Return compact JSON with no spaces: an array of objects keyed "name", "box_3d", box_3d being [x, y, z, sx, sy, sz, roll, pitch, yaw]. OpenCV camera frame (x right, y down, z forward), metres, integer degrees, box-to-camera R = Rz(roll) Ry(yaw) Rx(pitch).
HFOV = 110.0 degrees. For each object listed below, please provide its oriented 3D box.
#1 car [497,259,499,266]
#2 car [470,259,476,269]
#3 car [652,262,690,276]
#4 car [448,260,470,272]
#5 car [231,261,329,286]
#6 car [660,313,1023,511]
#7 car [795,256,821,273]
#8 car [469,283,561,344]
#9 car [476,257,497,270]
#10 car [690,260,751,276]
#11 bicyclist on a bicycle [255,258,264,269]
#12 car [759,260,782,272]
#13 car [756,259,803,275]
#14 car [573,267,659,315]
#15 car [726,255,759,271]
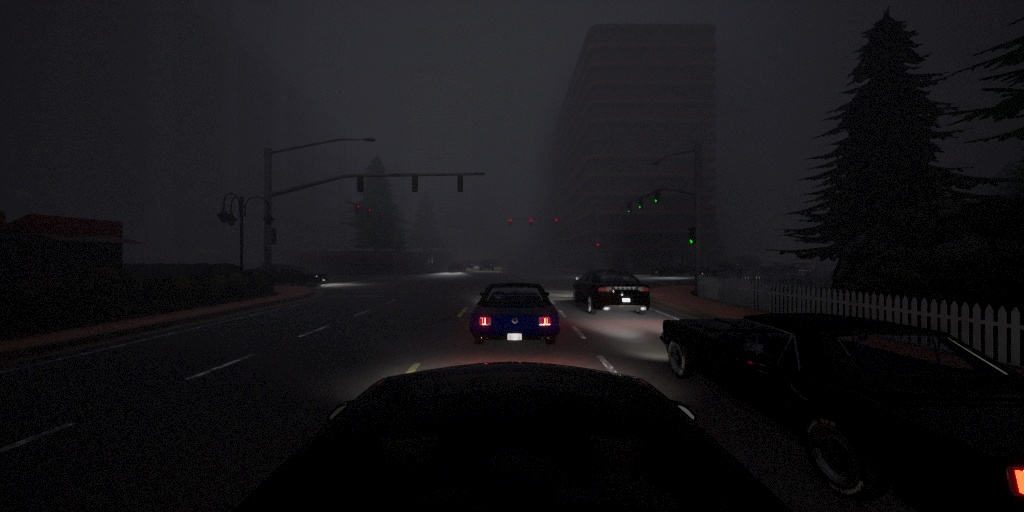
[{"name":"car","box_3d":[-3.605,1.255,62.062,1.837,1.490,4.892,0,0,0]},{"name":"car","box_3d":[-7.120,1.297,56.777,2.033,1.411,5.357,0,0,0]},{"name":"car","box_3d":[16.571,1.295,36.487,4.718,1.301,1.895,0,0,-14]},{"name":"car","box_3d":[-7.123,1.351,47.066,1.895,1.301,4.718,0,0,0]},{"name":"car","box_3d":[-15.447,1.242,24.347,5.357,1.411,2.033,0,0,0]},{"name":"car","box_3d":[3.599,1.351,4.381,1.895,1.301,4.718,0,0,0]},{"name":"car","box_3d":[35.546,0.916,43.446,2.150,2.045,5.566,0,0,44]},{"name":"car","box_3d":[0.070,1.351,9.494,1.895,1.301,4.718,0,0,0]},{"name":"car","box_3d":[-3.622,1.228,51.963,1.882,1.535,5.008,0,0,0]},{"name":"car","box_3d":[19.554,1.295,33.638,4.718,1.301,1.895,0,0,-18]},{"name":"bicyclist on a bicycle","box_3d":[-27.907,0.996,39.730,0.582,1.620,1.656,0,0,0]},{"name":"car","box_3d":[33.357,1.220,46.216,1.812,1.442,4.674,0,0,42]},{"name":"car","box_3d":[27.901,1.295,37.404,4.718,1.301,1.895,0,0,-31]},{"name":"car","box_3d":[3.581,1.228,13.702,1.882,1.535,5.008,0,0,0]},{"name":"car","box_3d":[25.629,0.916,40.092,5.566,2.045,2.150,0,0,-31]}]
